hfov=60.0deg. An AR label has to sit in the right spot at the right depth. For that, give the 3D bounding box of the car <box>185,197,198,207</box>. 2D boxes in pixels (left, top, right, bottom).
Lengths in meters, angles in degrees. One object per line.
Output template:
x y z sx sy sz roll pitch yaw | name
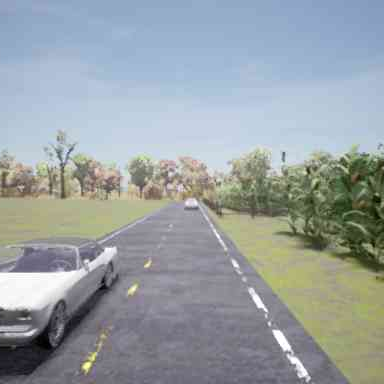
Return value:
-0.081 1.626 55.618 2.128 1.511 4.902 0 0 0 | car

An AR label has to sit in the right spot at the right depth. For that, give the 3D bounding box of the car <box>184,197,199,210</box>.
-0.066 1.634 45.341 1.812 1.442 4.674 0 0 0 | car

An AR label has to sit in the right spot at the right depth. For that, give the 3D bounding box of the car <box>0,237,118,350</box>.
-2.838 1.617 6.367 1.895 1.301 4.718 0 0 0 | car
